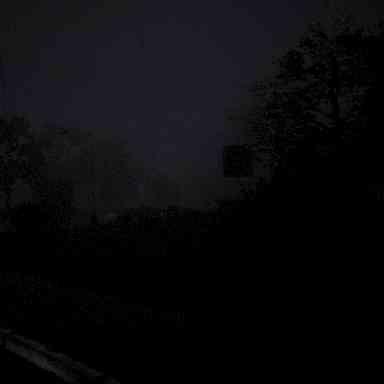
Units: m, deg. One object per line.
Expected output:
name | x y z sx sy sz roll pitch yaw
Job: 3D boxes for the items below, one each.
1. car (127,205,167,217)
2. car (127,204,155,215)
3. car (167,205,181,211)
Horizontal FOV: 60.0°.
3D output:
car | -5.271 2.147 37.027 1.812 1.442 4.674 -3 -2 32
car | -8.009 2.716 52.518 1.812 1.442 4.674 -3 -2 32
car | -3.806 2.643 52.603 1.895 1.301 4.718 -3 -2 32
